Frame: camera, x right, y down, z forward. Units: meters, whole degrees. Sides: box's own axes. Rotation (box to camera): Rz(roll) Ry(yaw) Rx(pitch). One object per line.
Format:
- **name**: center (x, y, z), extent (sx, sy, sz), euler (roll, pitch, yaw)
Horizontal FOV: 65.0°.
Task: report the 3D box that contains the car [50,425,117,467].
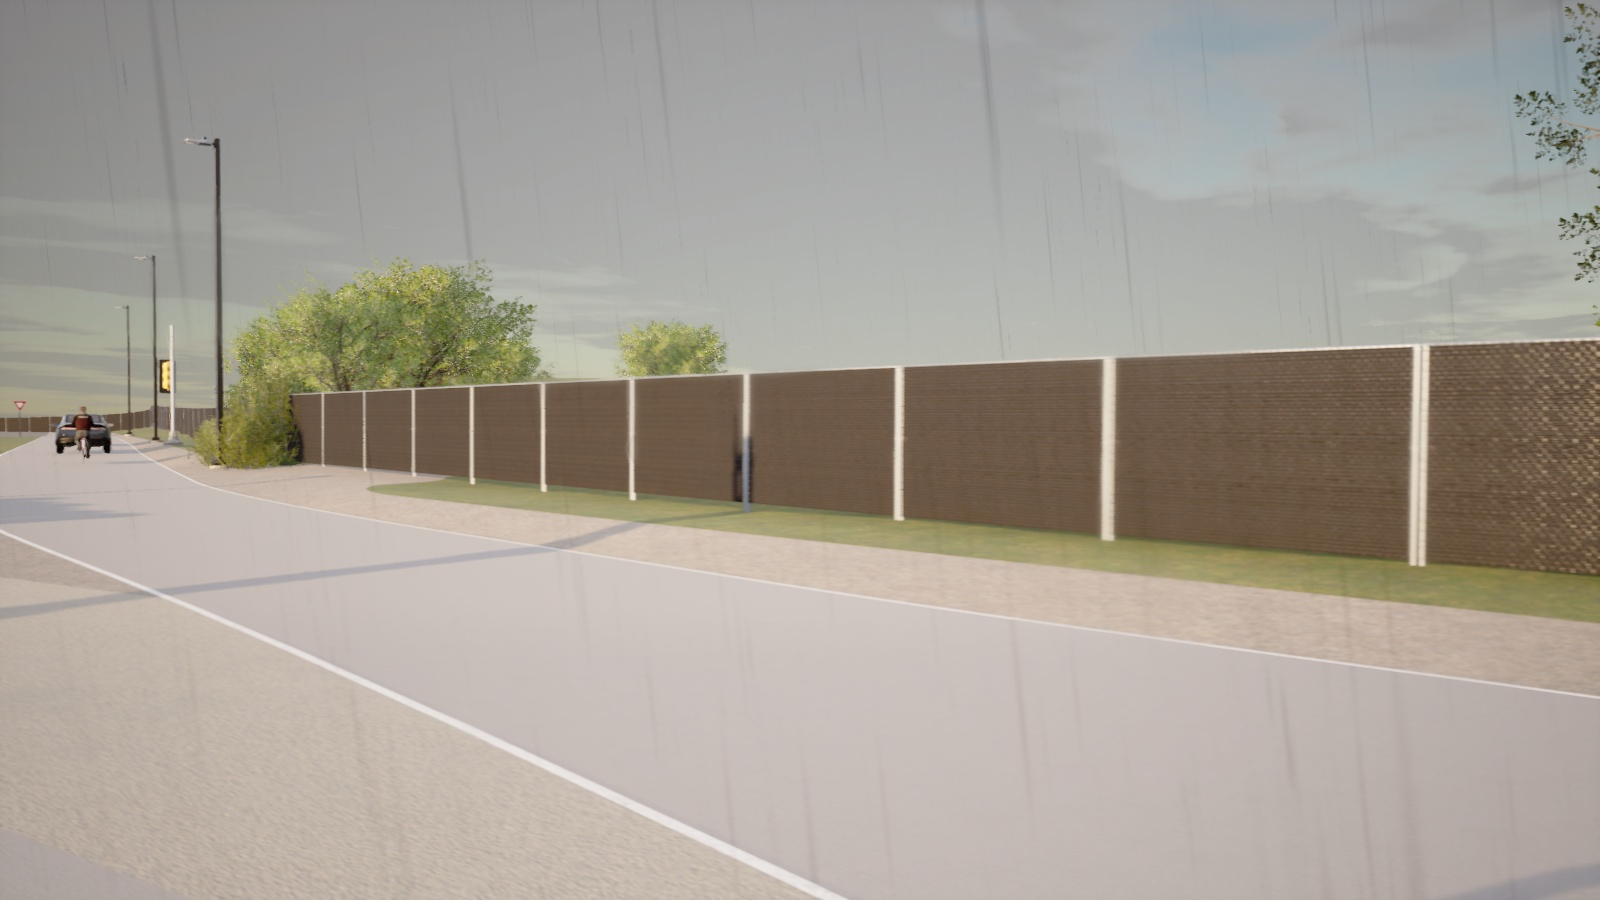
- **car**: center (-27.993, -0.192, 49.095), extent (2.128, 1.511, 4.902), euler (-2, 2, -30)
